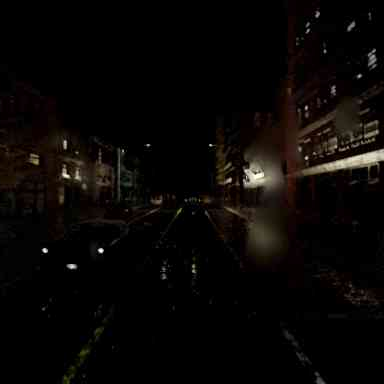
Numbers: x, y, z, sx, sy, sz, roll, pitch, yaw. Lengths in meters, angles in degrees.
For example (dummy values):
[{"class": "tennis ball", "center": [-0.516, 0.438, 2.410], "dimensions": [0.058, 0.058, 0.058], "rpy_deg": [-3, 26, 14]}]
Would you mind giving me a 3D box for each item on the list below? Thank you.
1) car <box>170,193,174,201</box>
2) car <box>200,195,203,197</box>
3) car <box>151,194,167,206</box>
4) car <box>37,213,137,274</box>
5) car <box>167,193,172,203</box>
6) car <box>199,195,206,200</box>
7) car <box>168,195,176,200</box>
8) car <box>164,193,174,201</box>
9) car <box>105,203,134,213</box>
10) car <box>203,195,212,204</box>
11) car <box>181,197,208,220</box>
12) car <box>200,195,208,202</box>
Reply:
[{"class": "car", "center": [-5.636, 1.371, 71.783], "dimensions": [1.967, 1.590, 4.097], "rpy_deg": [1, 0, 0]}, {"class": "car", "center": [0.118, 1.432, 44.105], "dimensions": [1.882, 1.535, 5.008], "rpy_deg": [0, 0, 0]}, {"class": "car", "center": [-5.645, 1.385, 54.723], "dimensions": [1.967, 1.590, 4.097], "rpy_deg": [1, 0, 0]}, {"class": "car", "center": [-3.058, 1.590, 10.704], "dimensions": [1.895, 1.301, 4.718], "rpy_deg": [0, 0, 0]}, {"class": "car", "center": [-5.642, 1.501, 66.097], "dimensions": [1.947, 1.339, 4.313], "rpy_deg": [1, 0, 0]}, {"class": "car", "center": [2.751, 1.462, 88.900], "dimensions": [1.887, 1.381, 4.507], "rpy_deg": [1, 0, 0]}, {"class": "car", "center": [-5.634, 1.496, 94.530], "dimensions": [1.802, 1.307, 4.206], "rpy_deg": [1, 0, 0]}, {"class": "car", "center": [-5.628, 1.238, 83.156], "dimensions": [2.192, 1.841, 5.009], "rpy_deg": [1, 0, 0]}, {"class": "car", "center": [-5.663, 1.555, 26.290], "dimensions": [1.802, 1.307, 4.206], "rpy_deg": [1, 0, 0]}, {"class": "car", "center": [2.736, 1.465, 60.636], "dimensions": [1.752, 1.417, 4.829], "rpy_deg": [1, 0, 0]}, {"class": "car", "center": [0.102, 1.449, 27.510], "dimensions": [1.882, 1.535, 5.008], "rpy_deg": [0, 0, 0]}, {"class": "car", "center": [2.744, 1.508, 77.526], "dimensions": [1.802, 1.307, 4.206], "rpy_deg": [1, 0, 0]}]
